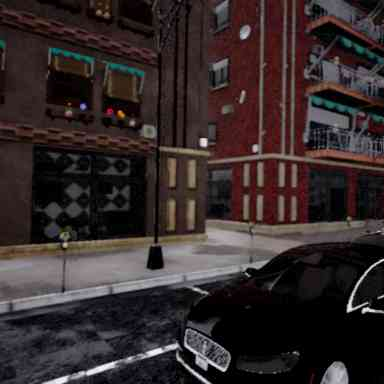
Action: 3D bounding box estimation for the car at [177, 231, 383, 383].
[{"bbox_3d":[2.074,1.566,4.858,4.892,1.490,1.837,1,-1,-36],"label":"car"}]

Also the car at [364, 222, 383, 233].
[{"bbox_3d":[7.419,1.726,11.842,4.403,1.369,2.008,1,0,-35],"label":"car"}]
